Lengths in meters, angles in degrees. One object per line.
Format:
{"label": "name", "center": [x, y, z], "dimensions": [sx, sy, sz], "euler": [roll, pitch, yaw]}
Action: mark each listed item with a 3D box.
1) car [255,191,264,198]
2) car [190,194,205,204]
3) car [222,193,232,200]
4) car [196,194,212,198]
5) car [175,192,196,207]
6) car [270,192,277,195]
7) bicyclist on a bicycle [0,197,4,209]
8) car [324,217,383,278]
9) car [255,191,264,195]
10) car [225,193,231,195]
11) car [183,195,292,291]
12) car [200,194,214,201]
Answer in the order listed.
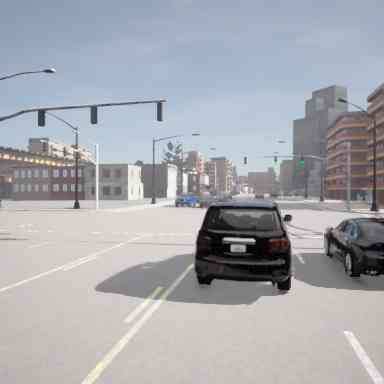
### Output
{"label": "car", "center": [17.228, 0.578, 85.132], "dimensions": [2.097, 1.767, 4.553], "euler": [0, 1, 11]}
{"label": "car", "center": [1.025, 1.229, 57.894], "dimensions": [1.837, 1.490, 4.892], "euler": [0, 1, 11]}
{"label": "car", "center": [7.914, 0.942, 74.168], "dimensions": [1.812, 1.442, 4.674], "euler": [0, 1, 11]}
{"label": "car", "center": [2.221, 1.391, 46.014], "dimensions": [1.837, 1.490, 4.892], "euler": [0, 1, 11]}
{"label": "car", "center": [-0.866, 1.089, 48.414], "dimensions": [2.150, 2.045, 5.566], "euler": [0, 1, 12]}
{"label": "car", "center": [20.663, 0.763, 84.462], "dimensions": [2.033, 1.411, 5.357], "euler": [0, 1, 11]}
{"label": "bicyclist on a bicycle", "center": [-23.936, 1.310, 41.343], "dimensions": [0.582, 1.620, 1.656], "euler": [0, 0, 10]}
{"label": "car", "center": [5.279, 1.509, 9.927], "dimensions": [1.837, 1.490, 4.892], "euler": [0, 0, 11]}
{"label": "car", "center": [15.244, 0.906, 75.129], "dimensions": [2.128, 1.511, 4.902], "euler": [0, 1, 11]}
{"label": "car", "center": [5.886, 1.105, 64.209], "dimensions": [1.837, 1.490, 4.892], "euler": [0, 1, 12]}
{"label": "car", "center": [1.586, 1.225, 9.339], "dimensions": [2.150, 2.045, 5.566], "euler": [0, 0, 14]}
{"label": "car", "center": [3.140, 1.089, 68.163], "dimensions": [2.033, 1.411, 5.357], "euler": [0, 1, 12]}
